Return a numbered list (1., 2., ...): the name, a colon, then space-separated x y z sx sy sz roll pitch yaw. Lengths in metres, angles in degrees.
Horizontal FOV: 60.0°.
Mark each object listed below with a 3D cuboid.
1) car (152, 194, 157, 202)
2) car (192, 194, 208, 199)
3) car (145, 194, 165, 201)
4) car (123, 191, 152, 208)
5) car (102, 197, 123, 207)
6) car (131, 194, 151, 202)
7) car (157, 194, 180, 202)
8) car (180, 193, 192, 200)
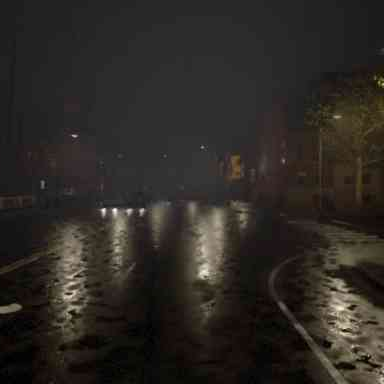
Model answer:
1. car: -8.033 1.129 61.111 1.812 1.442 4.674 0 0 17
2. car: 2.710 1.061 74.947 1.895 1.301 4.718 0 0 36
3. car: -7.738 1.137 70.530 1.895 1.301 4.718 0 0 30
4. car: -7.010 0.940 43.567 2.150 2.045 5.566 0 0 1
5. car: -10.480 1.313 44.316 1.895 1.301 4.718 0 0 1
6. car: -9.902 1.096 65.223 2.002 1.452 4.674 0 0 20
7. car: -4.267 1.165 61.320 1.994 1.385 4.181 0 0 19
8. car: -1.320 1.049 75.277 1.994 1.385 4.181 0 0 33
